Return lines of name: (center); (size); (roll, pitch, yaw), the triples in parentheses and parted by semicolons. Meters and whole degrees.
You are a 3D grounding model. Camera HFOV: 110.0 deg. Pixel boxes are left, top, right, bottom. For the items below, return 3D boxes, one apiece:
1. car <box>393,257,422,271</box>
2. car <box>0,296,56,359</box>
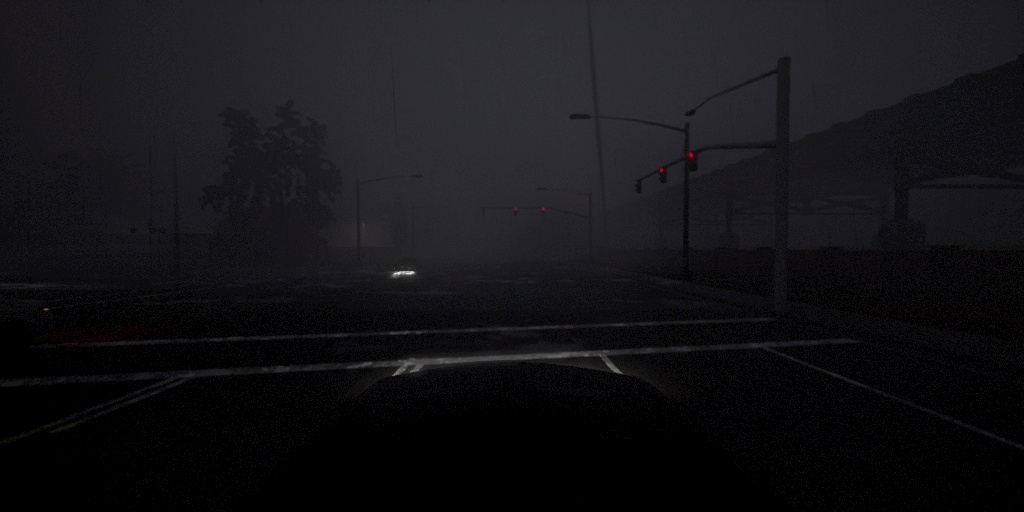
car: (-10.493, 0.792, 36.162); (1.994, 1.385, 4.181); (0, 2, 0)
car: (-10.502, 1.257, 5.559); (1.812, 1.442, 4.674); (0, 1, 0)
